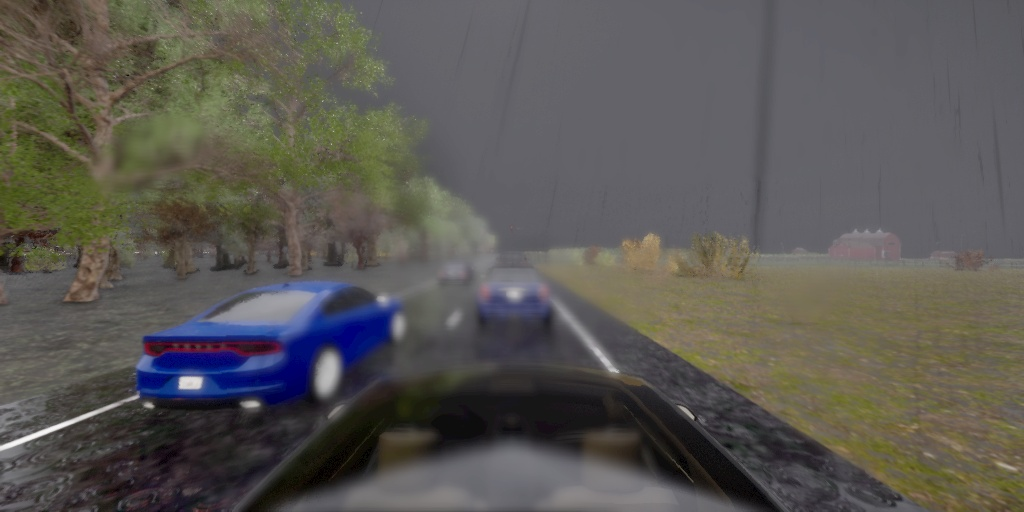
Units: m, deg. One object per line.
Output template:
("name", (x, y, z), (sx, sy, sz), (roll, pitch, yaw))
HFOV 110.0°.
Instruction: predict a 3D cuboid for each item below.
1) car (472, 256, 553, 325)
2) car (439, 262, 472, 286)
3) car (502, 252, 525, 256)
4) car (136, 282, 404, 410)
("car", (0.086, 1.019, 11.551), (2.097, 1.767, 4.553), (0, 1, 0))
("car", (-3.420, 1.111, 23.270), (2.033, 1.411, 5.357), (0, 1, 1))
("car", (0.103, 0.747, 27.379), (2.150, 2.045, 5.566), (0, 0, 0))
("car", (-3.445, 1.188, 6.352), (1.882, 1.535, 5.008), (0, 1, 1))
